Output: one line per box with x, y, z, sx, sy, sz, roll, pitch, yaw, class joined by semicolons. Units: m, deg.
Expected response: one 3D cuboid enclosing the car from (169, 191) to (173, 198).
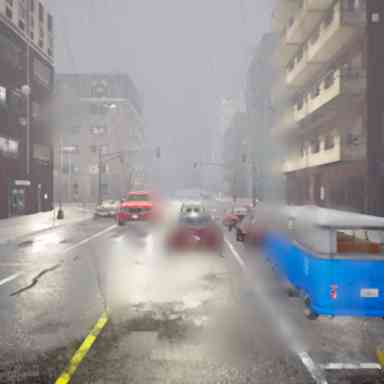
-5.580;0.699;67.608;1.947;1.339;4.313;1;1;0;car

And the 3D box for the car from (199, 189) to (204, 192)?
2.855;0.538;78.884;2.008;1.369;4.403;1;1;0;car

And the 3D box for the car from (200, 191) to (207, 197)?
2.882;0.496;84.554;1.802;1.307;4.206;1;1;0;car

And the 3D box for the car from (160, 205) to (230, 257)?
0.082;1.406;12.298;1.994;1.385;4.181;0;1;0;car

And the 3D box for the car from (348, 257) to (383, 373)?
2.668;1.507;1.337;1.752;1.417;4.829;1;1;0;car

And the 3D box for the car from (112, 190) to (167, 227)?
-3.070;0.957;20.786;2.150;2.045;5.566;0;0;0;car

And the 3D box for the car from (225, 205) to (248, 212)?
2.640;1.350;18.178;1.802;1.307;4.206;1;1;0;car

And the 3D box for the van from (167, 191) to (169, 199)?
-5.679;0.547;61.943;1.690;1.788;3.998;1;1;0;van

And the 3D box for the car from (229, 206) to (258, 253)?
2.649;1.422;12.508;1.802;1.307;4.206;1;1;0;car

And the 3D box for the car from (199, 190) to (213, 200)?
2.872;0.778;60.298;2.008;1.369;4.403;1;1;0;car

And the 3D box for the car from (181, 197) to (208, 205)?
0.064;1.272;25.713;1.895;1.301;4.718;0;1;0;car

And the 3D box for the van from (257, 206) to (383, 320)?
2.662;1.253;6.834;1.690;1.788;3.998;1;1;0;van

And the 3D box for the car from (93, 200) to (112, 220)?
-5.806;1.245;23.903;2.008;1.369;4.403;1;1;0;car

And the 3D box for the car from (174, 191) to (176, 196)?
-5.497;0.479;84.619;1.947;1.339;4.313;1;1;0;car
